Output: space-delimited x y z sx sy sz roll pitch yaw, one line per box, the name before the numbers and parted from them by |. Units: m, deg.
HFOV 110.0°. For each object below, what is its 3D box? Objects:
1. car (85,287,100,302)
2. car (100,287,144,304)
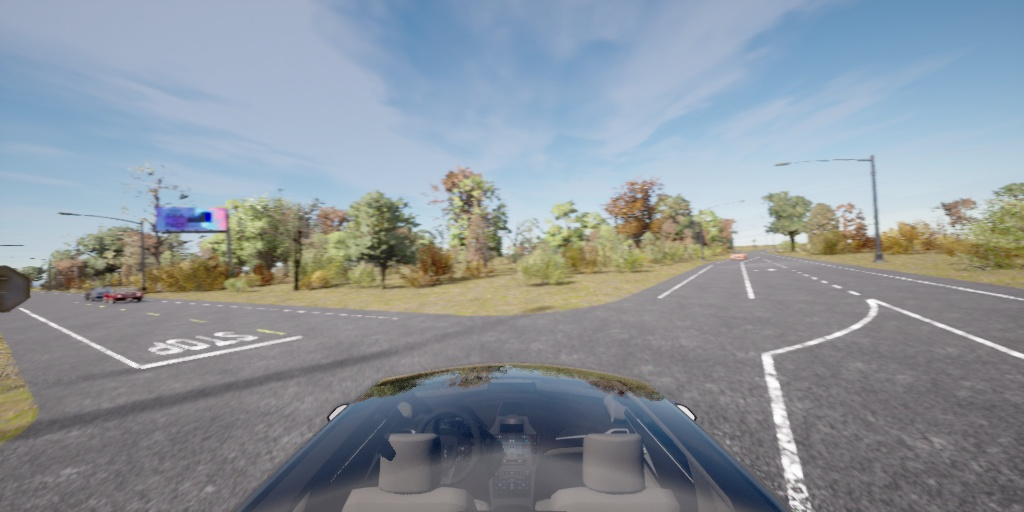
car | -43.694 4.036 38.156 5.357 1.411 2.033 -3 -1 34
car | -35.157 3.577 32.416 4.718 1.301 1.895 -3 -1 34
